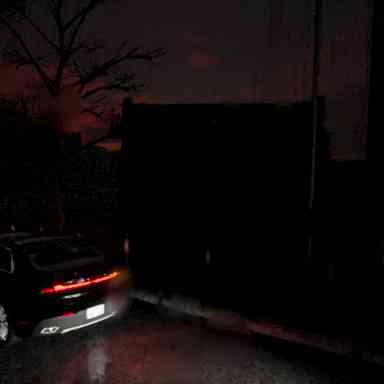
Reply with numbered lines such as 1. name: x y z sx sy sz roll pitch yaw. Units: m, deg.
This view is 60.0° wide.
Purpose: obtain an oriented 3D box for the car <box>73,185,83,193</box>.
1. car: -25.194 -0.645 67.088 5.008 1.535 2.097 3 2 20

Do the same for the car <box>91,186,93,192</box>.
1. car: -23.292 -0.889 72.259 4.553 1.767 2.185 3 2 20

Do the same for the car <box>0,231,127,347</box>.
1. car: -3.340 1.523 6.449 4.892 1.490 1.837 0 0 38

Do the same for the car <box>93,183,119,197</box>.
1. car: -14.647 -0.299 59.230 2.150 2.045 5.566 2 2 19

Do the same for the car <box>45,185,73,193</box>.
1. car: -26.090 -0.713 64.472 4.553 1.767 2.185 3 2 20

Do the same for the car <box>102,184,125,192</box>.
1. car: -19.421 -1.024 82.592 5.366 1.575 1.946 3 2 20

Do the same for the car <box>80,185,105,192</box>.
1. car: -22.398 -0.827 74.875 4.892 1.521 2.231 3 2 20

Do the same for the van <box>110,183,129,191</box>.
1. van: -18.546 -1.316 85.201 4.442 1.987 1.878 3 2 20

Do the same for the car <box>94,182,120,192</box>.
1. car: -20.546 -1.214 80.060 5.566 2.045 2.435 3 2 20

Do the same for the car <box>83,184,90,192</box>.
1. car: -24.257 -0.664 69.680 4.674 1.452 2.002 3 2 20
